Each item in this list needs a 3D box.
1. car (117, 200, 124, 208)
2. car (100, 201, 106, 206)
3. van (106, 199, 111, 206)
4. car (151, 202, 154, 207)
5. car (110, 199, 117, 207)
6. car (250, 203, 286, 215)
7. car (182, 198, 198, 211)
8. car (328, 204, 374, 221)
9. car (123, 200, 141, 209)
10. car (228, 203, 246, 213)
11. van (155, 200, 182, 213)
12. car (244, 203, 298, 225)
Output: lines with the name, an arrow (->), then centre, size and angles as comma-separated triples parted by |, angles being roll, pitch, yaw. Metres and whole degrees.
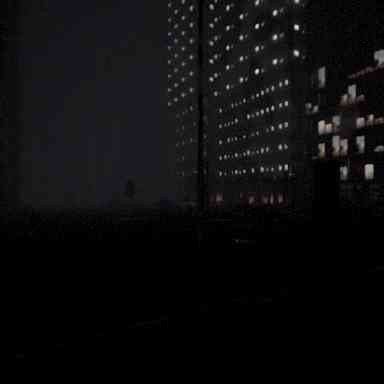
car -> -13.078, 2.546, 66.507 | 1.752, 1.417, 4.829 | -1, -1, -26
car -> -22.925, 2.989, 86.920 | 1.887, 1.381, 4.507 | -1, -1, -26
van -> -18.042, 2.574, 76.792 | 1.690, 1.788, 3.998 | -1, -1, -26
car -> -8.046, 2.733, 75.366 | 1.802, 1.307, 4.206 | -1, -1, -26
car -> -15.595, 2.673, 71.725 | 1.887, 1.381, 4.507 | -1, -1, -26
car -> 9.060, 2.005, 39.907 | 1.947, 1.339, 4.313 | -1, -1, -26
car -> -0.352, 1.939, 53.331 | 2.150, 2.045, 5.566 | 0, -1, -24
car -> 13.947, 1.795, 29.775 | 2.008, 1.369, 4.403 | -1, -1, -26
car -> -10.707, 2.471, 61.593 | 2.008, 1.369, 4.403 | -1, -1, -26
car -> 6.616, 2.104, 44.972 | 1.947, 1.339, 4.313 | -1, -1, -26
van -> -3.380, 1.956, 46.399 | 1.690, 1.788, 3.998 | -1, -1, -26
car -> 6.400, 1.772, 26.134 | 2.008, 1.369, 4.403 | -1, -1, -26
